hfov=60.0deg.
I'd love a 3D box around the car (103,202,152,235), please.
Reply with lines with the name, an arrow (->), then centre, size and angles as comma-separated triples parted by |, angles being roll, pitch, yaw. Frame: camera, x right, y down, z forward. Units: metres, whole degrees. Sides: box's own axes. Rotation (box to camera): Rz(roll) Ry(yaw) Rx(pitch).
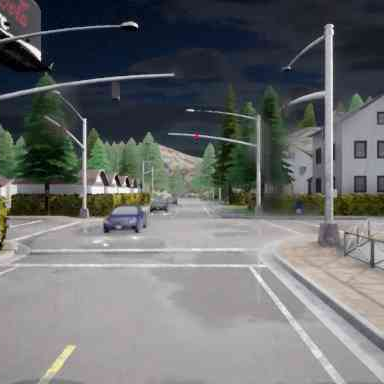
car -> -3.622, 1.463, 18.747 | 1.812, 1.442, 4.674 | -1, 0, 0

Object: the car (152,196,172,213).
car -> -3.600, 1.504, 37.619 | 1.837, 1.490, 4.892 | 0, 0, 0

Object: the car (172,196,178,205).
car -> -3.515, 1.493, 58.221 | 2.128, 1.511, 4.902 | 0, 0, 0
